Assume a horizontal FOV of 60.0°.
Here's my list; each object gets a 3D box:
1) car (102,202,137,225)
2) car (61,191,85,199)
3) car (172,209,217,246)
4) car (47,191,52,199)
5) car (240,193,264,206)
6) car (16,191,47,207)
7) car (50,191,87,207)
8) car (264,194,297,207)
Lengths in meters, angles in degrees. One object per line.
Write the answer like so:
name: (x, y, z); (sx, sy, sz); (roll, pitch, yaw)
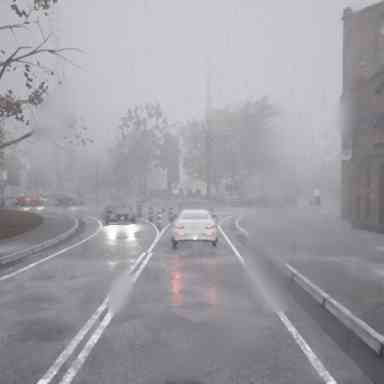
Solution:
car: (-5.101, 1.436, 23.077); (1.994, 1.385, 4.181); (-1, 1, -20)
car: (-22.424, 0.499, 62.863); (1.994, 1.385, 4.181); (0, 1, 19)
car: (0.131, 1.482, 14.947); (1.812, 1.442, 4.674); (0, 0, 0)
car: (-26.212, 0.546, 61.002); (1.994, 1.385, 4.181); (0, 1, 11)
car: (8.229, 0.959, 42.365); (4.892, 1.490, 1.837); (-1, 3, -39)
car: (-20.358, 0.826, 41.615); (2.097, 1.767, 4.553); (-1, 2, -42)
car: (-15.141, 0.987, 41.323); (4.892, 1.490, 1.837); (1, 3, 37)
car: (11.099, 1.025, 40.584); (1.812, 1.442, 4.674); (2, 2, 45)
